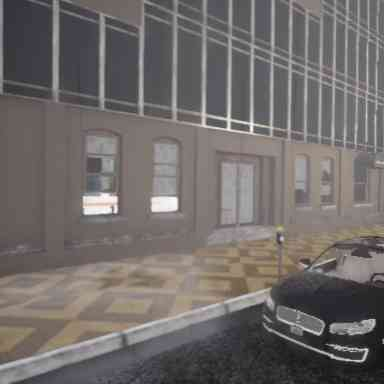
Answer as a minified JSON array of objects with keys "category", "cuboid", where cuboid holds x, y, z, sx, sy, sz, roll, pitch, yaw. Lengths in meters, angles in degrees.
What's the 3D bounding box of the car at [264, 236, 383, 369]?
[{"category":"car","cuboid":[3.014,1.483,5.503,4.403,1.369,2.008,0,1,-39]}]
